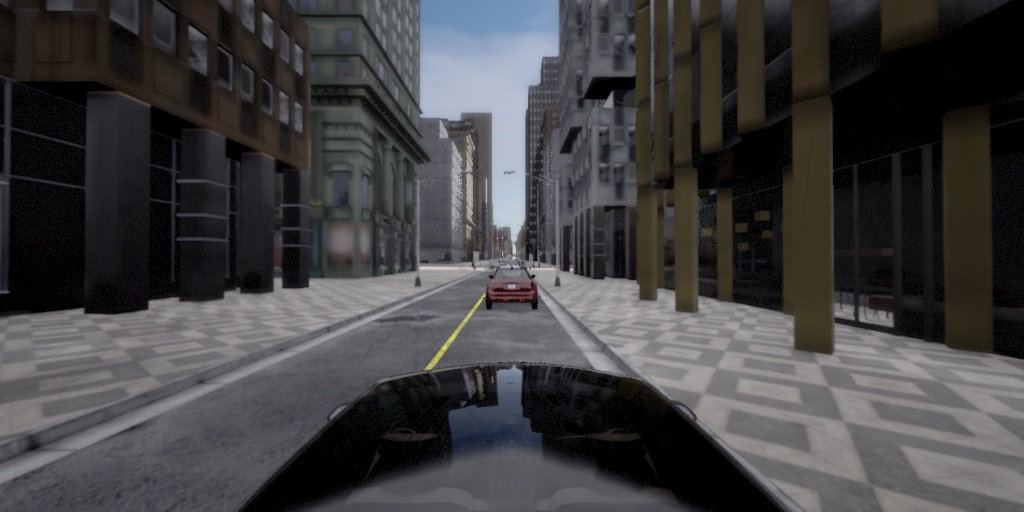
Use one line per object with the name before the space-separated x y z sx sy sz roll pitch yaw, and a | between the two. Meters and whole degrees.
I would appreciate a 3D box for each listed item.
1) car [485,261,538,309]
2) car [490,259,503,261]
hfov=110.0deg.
car | -0.002 1.226 15.926 2.097 1.767 4.553 0 -1 0
car | -3.026 1.764 65.346 1.837 1.490 4.892 0 -1 0
